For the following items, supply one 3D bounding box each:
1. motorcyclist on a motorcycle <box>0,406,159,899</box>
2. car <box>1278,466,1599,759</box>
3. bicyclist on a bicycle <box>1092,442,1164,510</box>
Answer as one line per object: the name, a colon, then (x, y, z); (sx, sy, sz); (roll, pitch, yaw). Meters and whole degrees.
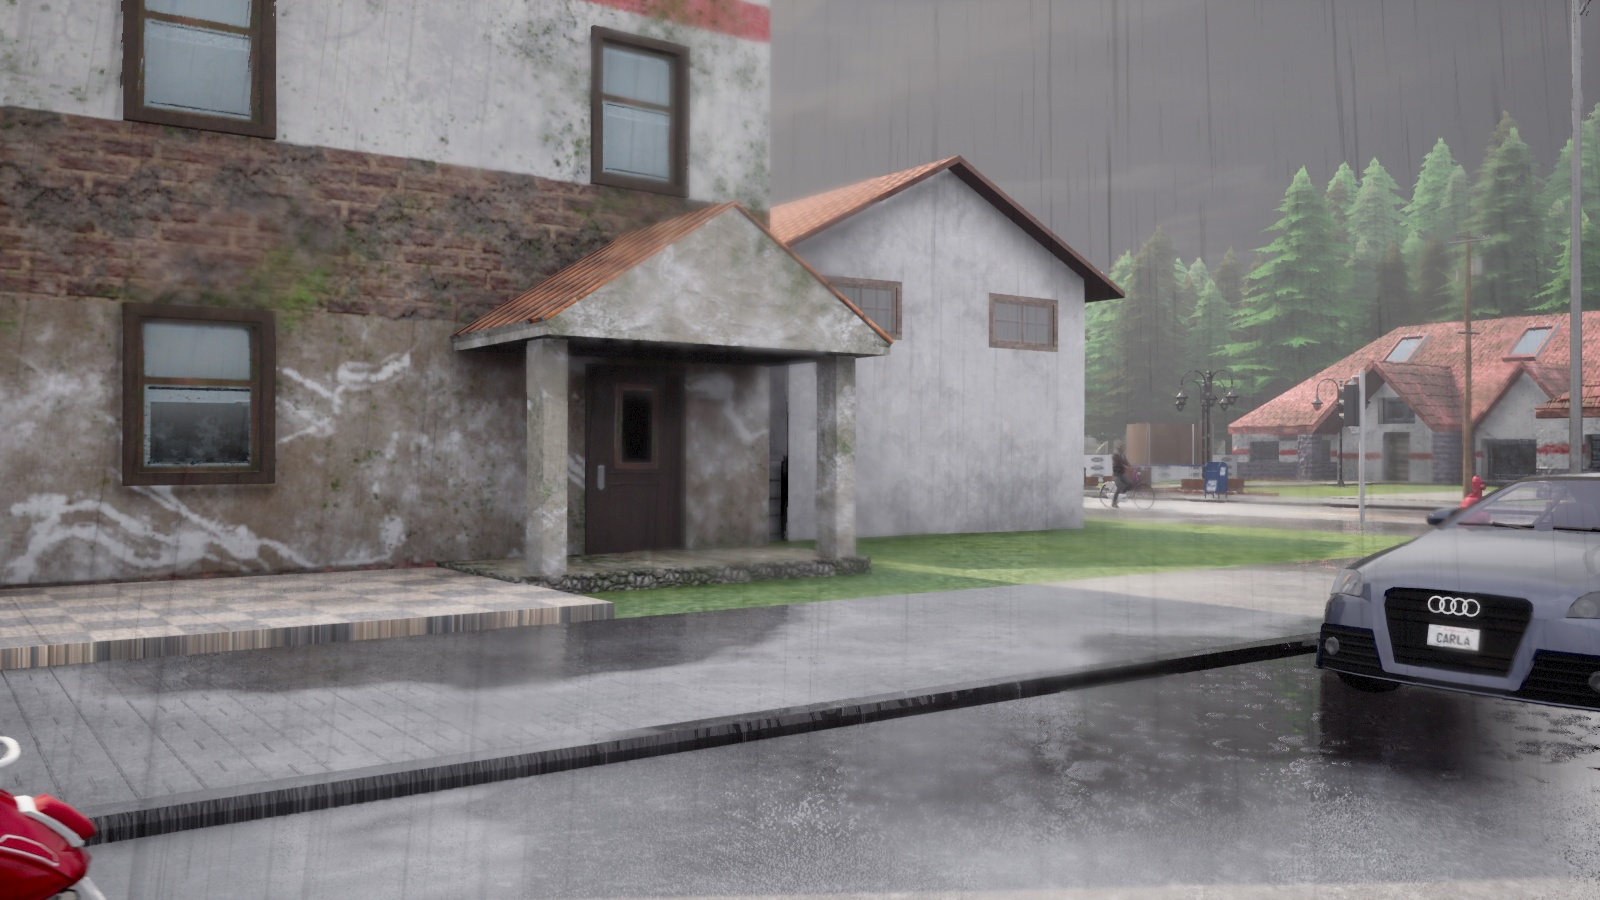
motorcyclist on a motorcycle: (-2.401, 0.710, 2.577); (1.817, 1.590, 0.866); (0, 0, -36)
car: (5.152, 0.817, 7.966); (4.181, 1.385, 1.994); (0, 0, -36)
bicyclist on a bicycle: (8.759, 0.679, 33.580); (0.659, 1.776, 1.843); (0, 0, -36)
